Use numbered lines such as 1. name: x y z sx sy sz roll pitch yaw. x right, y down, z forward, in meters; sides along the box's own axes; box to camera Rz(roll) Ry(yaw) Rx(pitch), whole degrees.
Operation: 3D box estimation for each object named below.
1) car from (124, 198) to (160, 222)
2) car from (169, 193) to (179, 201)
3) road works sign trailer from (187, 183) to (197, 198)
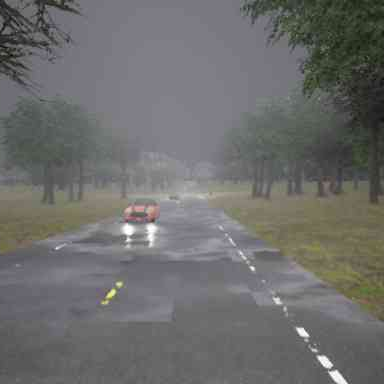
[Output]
1. car: -3.596 1.231 24.628 2.097 1.767 4.553 0 0 0
2. car: -3.514 0.948 65.810 1.882 1.535 5.008 0 1 0
3. road works sign trailer: -0.002 -0.290 80.442 2.380 3.560 2.880 0 1 0
